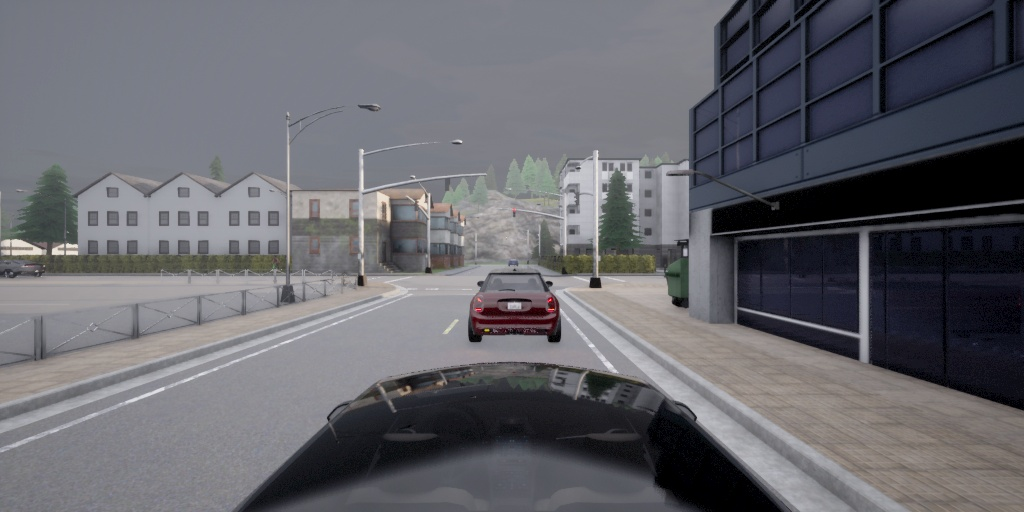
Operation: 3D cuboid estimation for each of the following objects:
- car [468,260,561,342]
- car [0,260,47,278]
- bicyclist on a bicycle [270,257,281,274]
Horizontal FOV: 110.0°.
[{"bbox_3d":[0.082,1.102,9.889,2.097,1.767,4.553,0,0,1],"label":"car"},{"bbox_3d":[-42.111,1.065,29.968,4.902,1.511,2.128,0,0,0],"label":"car"},{"bbox_3d":[-22.221,0.874,33.725,0.582,1.620,1.656,0,0,0],"label":"bicyclist on a bicycle"}]
